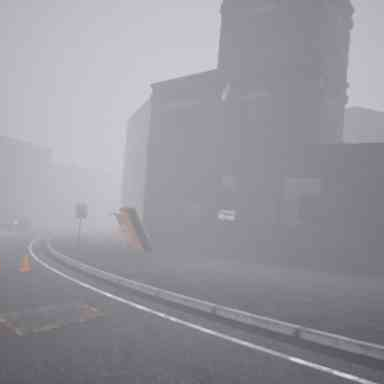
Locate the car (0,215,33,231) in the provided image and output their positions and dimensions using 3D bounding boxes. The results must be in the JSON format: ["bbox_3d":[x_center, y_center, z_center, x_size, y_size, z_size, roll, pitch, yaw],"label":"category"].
[{"bbox_3d":[-19.135,3.256,36.171,2.097,1.767,4.553,5,-5,-4],"label":"car"}]

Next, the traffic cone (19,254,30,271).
[{"bbox_3d":[-6.176,2.607,12.349,0.340,0.580,0.340,-2,-6,44],"label":"traffic cone"}]

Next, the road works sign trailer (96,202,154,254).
[{"bbox_3d":[-3.263,2.024,16.924,2.880,2.380,3.560,-26,8,-27],"label":"road works sign trailer"}]
